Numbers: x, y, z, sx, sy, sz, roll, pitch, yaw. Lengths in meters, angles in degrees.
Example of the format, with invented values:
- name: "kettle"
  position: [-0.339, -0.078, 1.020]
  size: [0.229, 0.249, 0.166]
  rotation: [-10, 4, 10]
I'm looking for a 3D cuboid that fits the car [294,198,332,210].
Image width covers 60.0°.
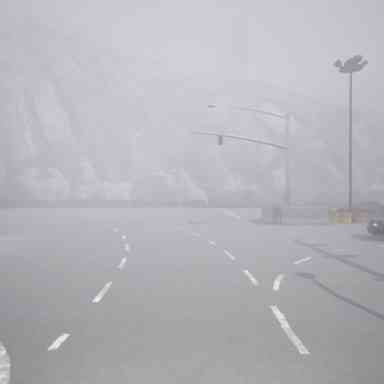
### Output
- name: "car"
  position: [15.308, 1.461, 41.021]
  size: [5.357, 1.411, 2.033]
  rotation: [0, 0, -3]

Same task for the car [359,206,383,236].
- name: "car"
  position: [10.769, 1.531, 16.052]
  size: [4.181, 1.385, 1.994]
  rotation: [0, 0, -3]

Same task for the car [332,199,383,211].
- name: "car"
  position: [15.597, 1.500, 30.522]
  size: [4.181, 1.385, 1.994]
  rotation: [0, 0, -3]
